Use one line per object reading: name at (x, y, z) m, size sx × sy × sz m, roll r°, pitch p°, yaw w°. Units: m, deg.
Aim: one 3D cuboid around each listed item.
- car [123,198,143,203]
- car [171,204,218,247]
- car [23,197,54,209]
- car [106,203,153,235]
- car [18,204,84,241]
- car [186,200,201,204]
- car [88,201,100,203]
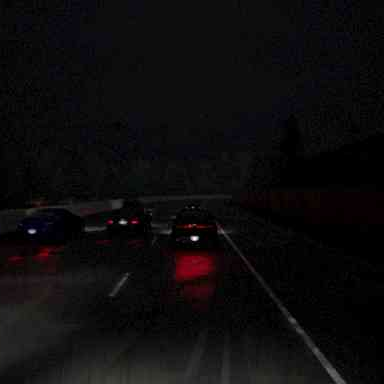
car at (-6.877, 1.507, 38.380) m, size 1.837 × 1.490 × 4.892 m, roll 0°, pitch 0°, yaw 0°
car at (0.108, 1.506, 15.087) m, size 1.837 × 1.490 × 4.892 m, roll 0°, pitch 0°, yaw 0°
car at (-21.054, 1.482, 45.897) m, size 1.882 × 1.535 × 5.008 m, roll 0°, pitch 0°, yaw 0°
car at (-3.389, 1.549, 18.769) m, size 2.033 × 1.411 × 5.357 m, roll 0°, pitch 0°, yaw 0°
car at (-6.903, 1.527, 16.650) m, size 1.812 × 1.442 × 4.674 m, roll 0°, pitch 0°, yaw 0°
car at (0.120, 1.550, 33.661) m, size 2.033 × 1.411 × 5.357 m, roll 0°, pitch 0°, yaw 0°
car at (-14.049, 1.482, 48.113) m, size 1.882 × 1.535 × 5.008 m, roll 0°, pitch 0°, yaw 0°
